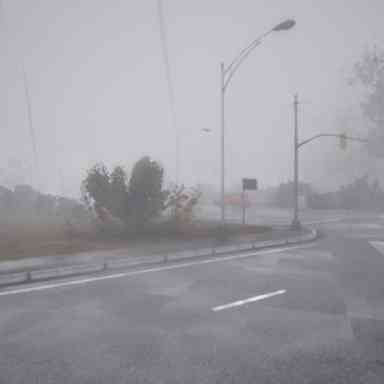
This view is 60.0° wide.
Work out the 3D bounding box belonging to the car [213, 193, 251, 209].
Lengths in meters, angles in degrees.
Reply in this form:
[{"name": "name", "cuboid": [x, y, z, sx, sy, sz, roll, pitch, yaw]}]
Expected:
[{"name": "car", "cuboid": [5.102, 1.097, 43.271, 2.150, 2.045, 5.566, 0, 0, -39]}]
